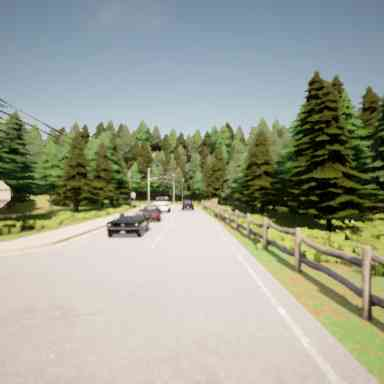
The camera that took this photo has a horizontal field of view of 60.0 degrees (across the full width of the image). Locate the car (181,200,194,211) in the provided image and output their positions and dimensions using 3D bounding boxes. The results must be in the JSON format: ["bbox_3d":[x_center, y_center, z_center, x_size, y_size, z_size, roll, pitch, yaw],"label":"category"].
[{"bbox_3d":[-0.641,2.097,51.228,1.812,1.442,4.674,0,-1,-2],"label":"car"}]

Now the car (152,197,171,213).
[{"bbox_3d":[-4.044,1.723,44.834,2.150,2.045,5.566,0,-1,-1],"label":"car"}]

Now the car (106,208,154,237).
[{"bbox_3d":[-3.611,1.814,19.520,1.895,1.301,4.718,0,-1,0],"label":"car"}]

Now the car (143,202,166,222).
[{"bbox_3d":[-3.669,1.883,29.231,1.994,1.385,4.181,0,-1,-1],"label":"car"}]

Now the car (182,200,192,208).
[{"bbox_3d":[-0.925,2.189,61.526,1.837,1.490,4.892,0,-1,-2],"label":"car"}]
